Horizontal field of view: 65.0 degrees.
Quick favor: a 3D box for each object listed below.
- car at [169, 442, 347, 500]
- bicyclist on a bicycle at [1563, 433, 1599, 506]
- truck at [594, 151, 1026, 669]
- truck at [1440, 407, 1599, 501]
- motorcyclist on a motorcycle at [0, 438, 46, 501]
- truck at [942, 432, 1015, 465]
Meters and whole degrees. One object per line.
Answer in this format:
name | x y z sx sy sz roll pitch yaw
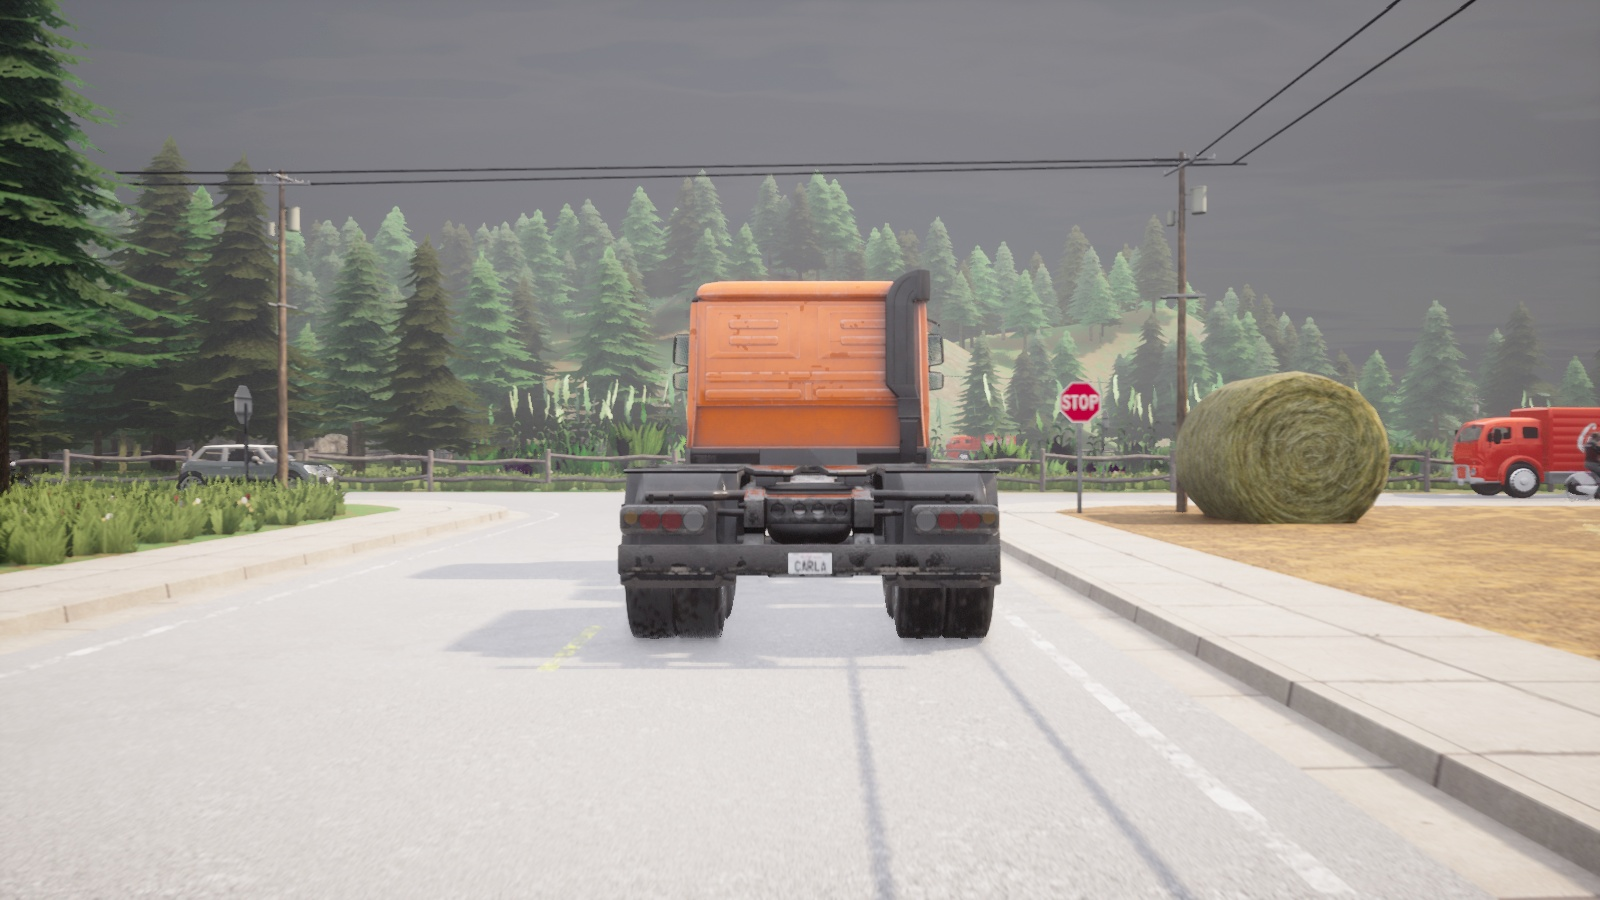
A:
car | -14.166 0.532 32.959 3.806 1.475 1.970 0 0 3
bicyclist on a bicycle | 20.035 0.472 31.103 1.843 1.776 0.659 0 0 3
truck | 0.086 -0.285 12.370 2.891 3.462 7.936 0 0 0
truck | 20.893 0.102 34.560 5.204 2.467 2.627 0 0 3
motorcyclist on a motorcycle | -21.402 0.510 33.343 2.350 1.649 0.766 0 0 3
truck | 13.776 -0.124 97.183 5.204 2.467 2.627 0 0 -4
